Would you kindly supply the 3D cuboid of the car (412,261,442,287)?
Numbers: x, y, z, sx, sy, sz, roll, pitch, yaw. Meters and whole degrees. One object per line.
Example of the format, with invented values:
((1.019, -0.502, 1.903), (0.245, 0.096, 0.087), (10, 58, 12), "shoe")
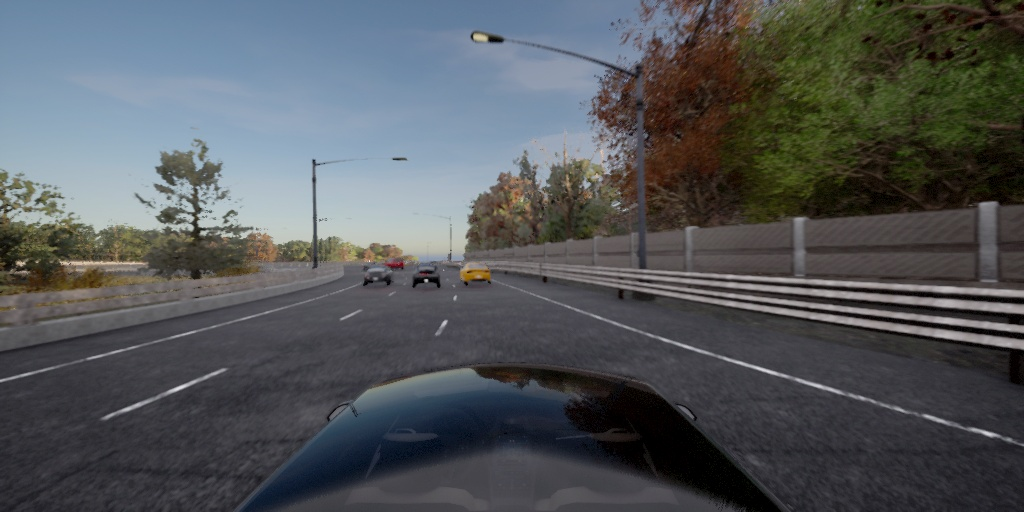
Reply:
((-6.064, 1.355, 25.569), (1.837, 1.490, 4.892), (-1, 0, -13), "car")

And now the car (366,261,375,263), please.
((-22.826, 1.620, 58.154), (2.128, 1.511, 4.902), (-1, 0, -33), "car")

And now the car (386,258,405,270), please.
((-19.528, 1.320, 59.485), (2.150, 2.045, 5.566), (-1, 0, -33), "car")

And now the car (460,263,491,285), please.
((-2.841, 1.274, 27.099), (1.882, 1.535, 5.008), (-1, 0, -13), "car")

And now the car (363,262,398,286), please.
((-10.071, 1.442, 27.356), (1.812, 1.442, 4.674), (-1, 0, -13), "car")
